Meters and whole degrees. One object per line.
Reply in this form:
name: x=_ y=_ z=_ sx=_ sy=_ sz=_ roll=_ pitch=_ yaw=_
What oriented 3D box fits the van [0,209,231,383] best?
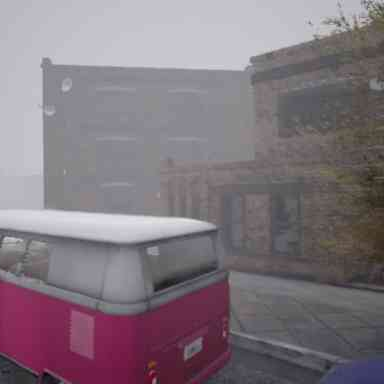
van: x=-1.758 y=1.267 z=4.506 sx=4.442 sy=1.987 sz=1.878 roll=0 pitch=0 yaw=36
